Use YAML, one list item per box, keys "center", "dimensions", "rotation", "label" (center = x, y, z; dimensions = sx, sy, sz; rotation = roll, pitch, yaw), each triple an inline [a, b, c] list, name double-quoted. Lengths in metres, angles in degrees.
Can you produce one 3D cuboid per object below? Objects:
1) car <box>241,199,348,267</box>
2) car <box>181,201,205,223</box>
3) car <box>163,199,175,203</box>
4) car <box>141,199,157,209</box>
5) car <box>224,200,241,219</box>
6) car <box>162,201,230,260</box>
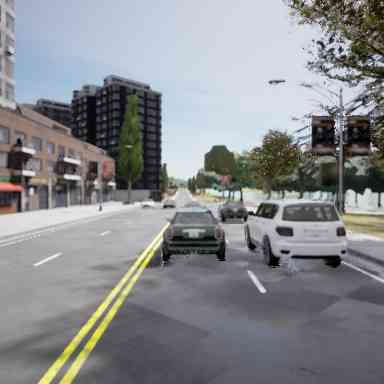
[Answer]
- center: [3.325, 1.254, 11.687]
  dimensions: [2.150, 2.045, 5.566]
  rotation: [0, 0, -1]
  label: "car"
- center: [0.085, 1.613, 28.134]
  dimensions: [1.837, 1.490, 4.892]
  rotation: [0, 0, 0]
  label: "car"
- center: [-3.308, 1.800, 49.910]
  dimensions: [2.033, 1.411, 5.357]
  rotation: [0, 0, 0]
  label: "car"
- center: [-6.555, 1.780, 50.178]
  dimensions: [1.812, 1.442, 4.674]
  rotation: [0, 0, 0]
  label: "car"
- center: [3.333, 1.455, 27.702]
  dimensions: [2.097, 1.767, 4.553]
  rotation: [0, 0, 0]
  label: "car"
- center: [0.076, 1.386, 12.695]
  dimensions: [2.097, 1.767, 4.553]
  rotation: [0, 0, 0]
  label: "car"
